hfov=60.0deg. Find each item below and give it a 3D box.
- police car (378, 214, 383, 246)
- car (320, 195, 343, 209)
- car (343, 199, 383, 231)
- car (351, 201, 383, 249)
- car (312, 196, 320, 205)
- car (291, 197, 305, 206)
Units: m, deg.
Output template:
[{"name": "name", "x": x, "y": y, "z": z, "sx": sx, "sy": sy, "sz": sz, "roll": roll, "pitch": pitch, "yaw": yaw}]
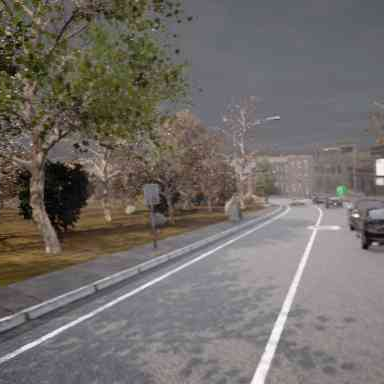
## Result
[{"name": "police car", "x": 3.885, "y": 1.322, "z": 4.203, "sx": 1.930, "sy": 1.638, "sz": 5.238, "roll": -2, "pitch": -1, "yaw": 23}, {"name": "car", "x": 17.357, "y": 1.234, "z": 41.028, "sx": 1.812, "sy": 1.442, "sz": 4.674, "roll": -3, "pitch": 0, "yaw": 17}, {"name": "car", "x": 10.007, "y": 1.152, "z": 18.914, "sx": 2.097, "sy": 1.767, "sz": 4.553, "roll": -2, "pitch": 0, "yaw": 23}, {"name": "car", "x": 7.707, "y": 1.315, "z": 13.378, "sx": 1.882, "sy": 1.535, "sz": 5.008, "roll": -2, "pitch": -1, "yaw": 23}, {"name": "car", "x": 20.690, "y": 1.256, "z": 53.661, "sx": 1.994, "sy": 1.385, "sz": 4.181, "roll": -3, "pitch": -1, "yaw": 10}, {"name": "car", "x": 16.753, "y": 1.487, "z": 52.760, "sx": 1.895, "sy": 1.301, "sz": 4.718, "roll": -3, "pitch": -1, "yaw": 13}]
